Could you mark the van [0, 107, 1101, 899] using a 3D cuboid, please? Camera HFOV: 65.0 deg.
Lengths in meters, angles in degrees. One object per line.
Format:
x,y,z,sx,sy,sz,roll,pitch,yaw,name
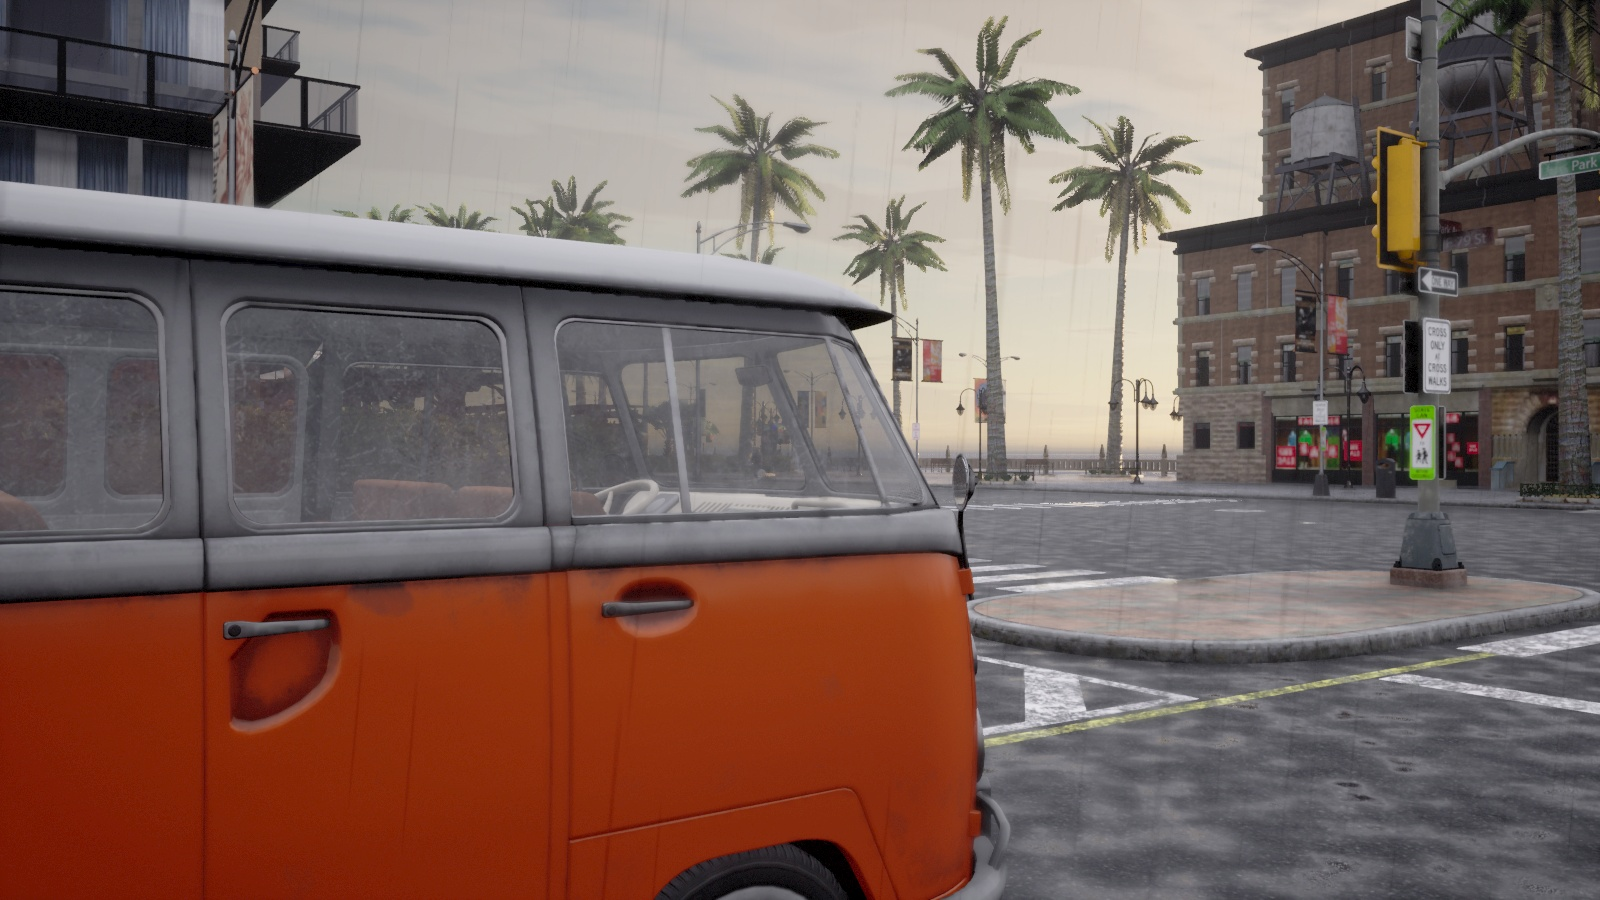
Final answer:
-1.588,0.507,2.554,4.442,1.987,1.775,0,0,-35,van
